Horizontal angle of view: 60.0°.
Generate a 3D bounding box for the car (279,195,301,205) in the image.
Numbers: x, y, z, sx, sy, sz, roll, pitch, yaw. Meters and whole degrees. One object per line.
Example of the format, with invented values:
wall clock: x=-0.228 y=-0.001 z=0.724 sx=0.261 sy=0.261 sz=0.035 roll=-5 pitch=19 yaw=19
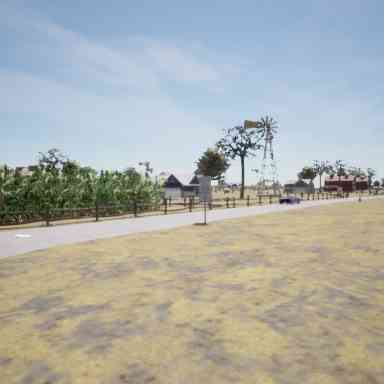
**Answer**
car: x=14.591 y=1.147 z=49.358 sx=1.895 sy=1.301 sz=4.718 roll=0 pitch=0 yaw=35
